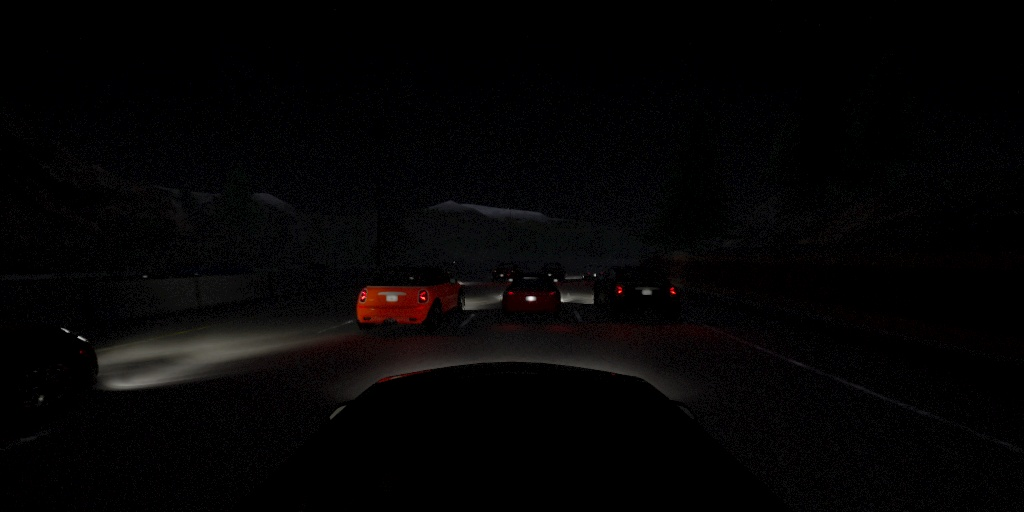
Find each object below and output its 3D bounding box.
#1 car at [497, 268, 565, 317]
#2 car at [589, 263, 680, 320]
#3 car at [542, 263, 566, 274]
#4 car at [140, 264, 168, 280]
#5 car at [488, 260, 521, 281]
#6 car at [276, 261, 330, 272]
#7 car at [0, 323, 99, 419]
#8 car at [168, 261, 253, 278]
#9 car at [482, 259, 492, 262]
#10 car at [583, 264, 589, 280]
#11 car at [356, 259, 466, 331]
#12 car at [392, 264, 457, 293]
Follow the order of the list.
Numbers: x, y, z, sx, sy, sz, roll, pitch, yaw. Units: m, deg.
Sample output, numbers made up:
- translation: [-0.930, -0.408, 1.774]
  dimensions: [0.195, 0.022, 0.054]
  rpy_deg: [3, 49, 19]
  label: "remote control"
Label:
- translation: [0.771, 1.322, 13.360]
  dimensions: [1.994, 1.385, 4.181]
  rpy_deg: [0, 0, 5]
  label: "car"
- translation: [4.244, 1.120, 12.934]
  dimensions: [2.097, 1.767, 4.553]
  rpy_deg: [0, 0, 5]
  label: "car"
- translation: [3.473, 1.300, 30.385]
  dimensions: [1.812, 1.442, 4.674]
  rpy_deg: [0, 0, 12]
  label: "car"
- translation: [-25.705, 1.189, 27.897]
  dimensions: [1.837, 1.490, 4.892]
  rpy_deg: [0, 0, 10]
  label: "car"
- translation: [-0.298, 1.288, 29.498]
  dimensions: [1.812, 1.442, 4.674]
  rpy_deg: [0, 0, 12]
  label: "car"
- translation: [-15.338, 1.241, 26.336]
  dimensions: [1.812, 1.442, 4.674]
  rpy_deg: [0, 0, 10]
  label: "car"
- translation: [-6.783, 1.082, 3.029]
  dimensions: [2.097, 1.767, 4.553]
  rpy_deg: [0, 0, 0]
  label: "car"
- translation: [-22.300, 1.172, 27.107]
  dimensions: [1.882, 1.535, 5.008]
  rpy_deg: [0, 0, 10]
  label: "car"
- translation: [-3.172, 1.334, 65.253]
  dimensions: [1.994, 1.385, 4.181]
  rpy_deg: [0, 0, 25]
  label: "car"
- translation: [7.228, 1.312, 31.143]
  dimensions: [1.812, 1.442, 4.674]
  rpy_deg: [0, 0, 13]
  label: "car"
- translation: [-2.903, 1.098, 11.242]
  dimensions: [2.097, 1.767, 4.553]
  rpy_deg: [0, 0, 4]
  label: "car"
- translation: [-5.212, 1.292, 22.323]
  dimensions: [2.033, 1.411, 5.357]
  rpy_deg: [0, 0, 9]
  label: "car"
